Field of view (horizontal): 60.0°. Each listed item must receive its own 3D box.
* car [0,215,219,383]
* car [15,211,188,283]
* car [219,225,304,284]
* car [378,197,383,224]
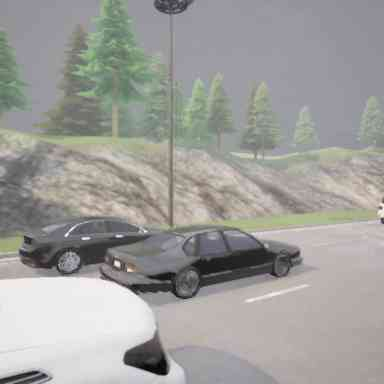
[{"bbox_3d":[-2.710,1.224,1.828,5.566,2.045,2.150,0,0,-35],"label":"car"},{"bbox_3d":[-2.672,1.506,10.449,4.892,1.490,1.837,-1,0,-35],"label":"car"},{"bbox_3d":[0.483,1.546,8.396,5.357,1.411,2.033,0,0,-35],"label":"car"},{"bbox_3d":[15.162,1.215,23.153,5.566,2.045,2.150,0,0,-35],"label":"car"}]
